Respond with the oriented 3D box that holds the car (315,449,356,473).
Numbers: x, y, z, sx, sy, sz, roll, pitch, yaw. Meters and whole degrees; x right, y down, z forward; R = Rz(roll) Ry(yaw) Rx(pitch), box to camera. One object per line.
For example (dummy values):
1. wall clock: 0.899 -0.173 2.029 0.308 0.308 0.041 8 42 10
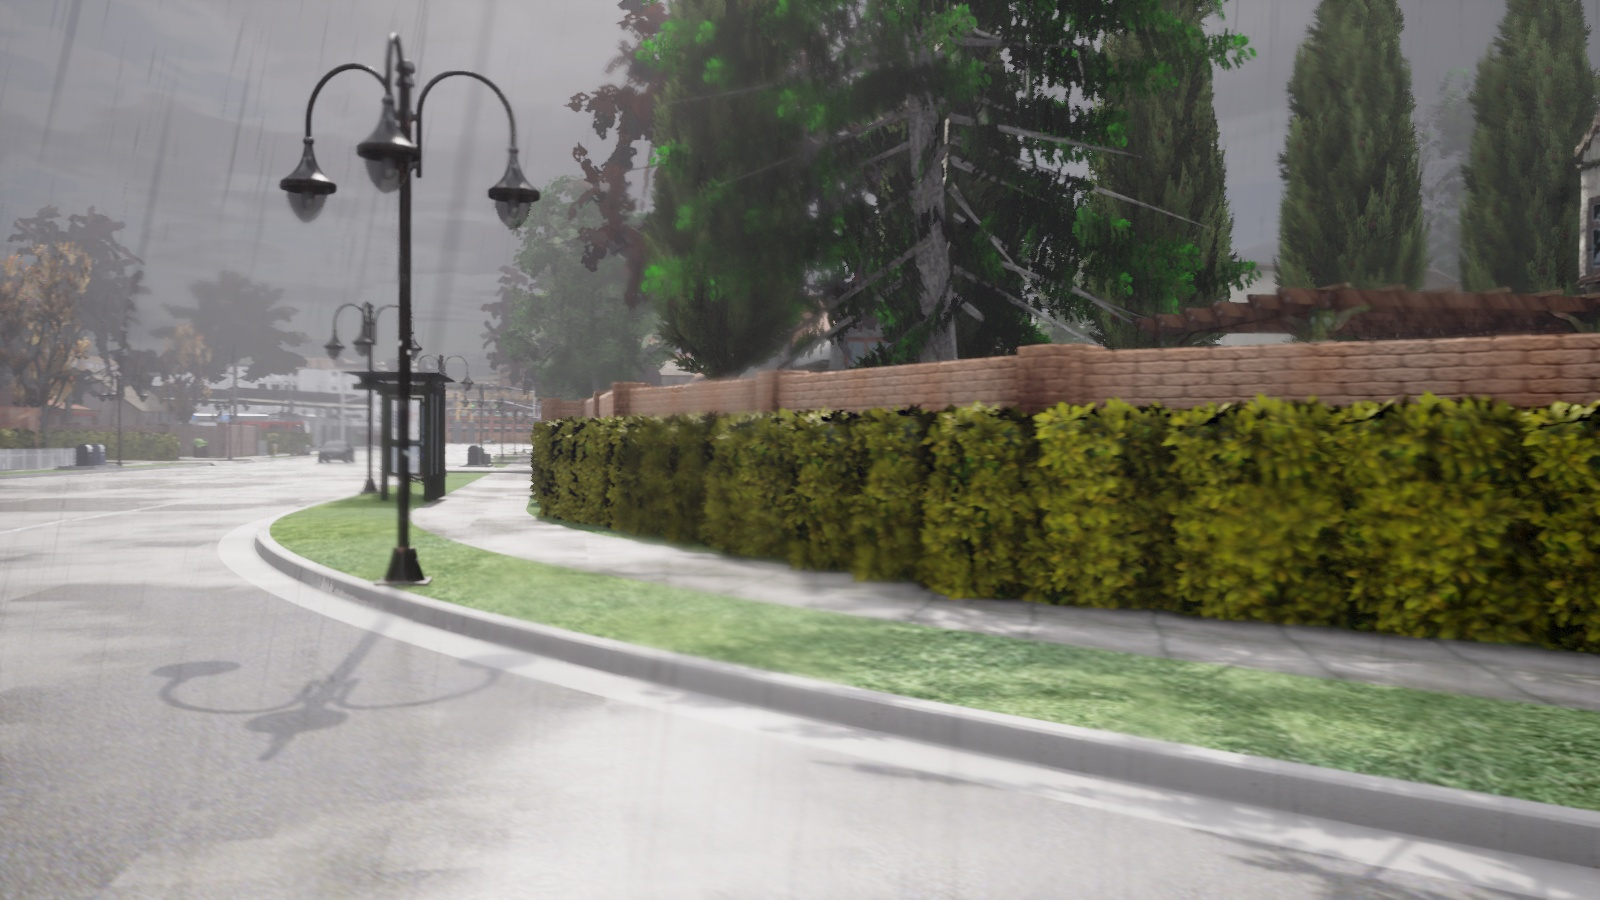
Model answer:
1. car: -30.757 0.711 83.272 1.837 1.490 4.892 -1 0 -11
